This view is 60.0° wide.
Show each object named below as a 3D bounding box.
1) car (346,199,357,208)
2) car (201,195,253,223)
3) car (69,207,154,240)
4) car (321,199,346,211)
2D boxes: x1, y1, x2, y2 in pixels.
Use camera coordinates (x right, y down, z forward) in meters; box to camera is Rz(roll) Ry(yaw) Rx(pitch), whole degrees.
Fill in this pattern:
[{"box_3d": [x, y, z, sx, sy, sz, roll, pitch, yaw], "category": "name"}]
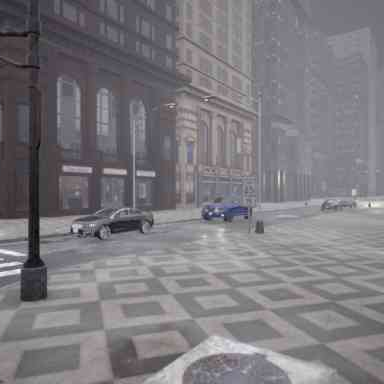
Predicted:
[{"box_3d": [23.760, 1.703, 50.747, 2.033, 1.411, 5.357, 0, 0, 36], "category": "car"}, {"box_3d": [2.996, 1.301, 27.228, 2.150, 2.045, 5.566, 0, 0, 36], "category": "car"}, {"box_3d": [-4.024, 1.533, 17.434, 2.128, 1.511, 4.902, 0, 0, 34], "category": "car"}, {"box_3d": [17.858, 1.656, 42.502, 1.812, 1.442, 4.674, 0, 0, 36], "category": "car"}]
